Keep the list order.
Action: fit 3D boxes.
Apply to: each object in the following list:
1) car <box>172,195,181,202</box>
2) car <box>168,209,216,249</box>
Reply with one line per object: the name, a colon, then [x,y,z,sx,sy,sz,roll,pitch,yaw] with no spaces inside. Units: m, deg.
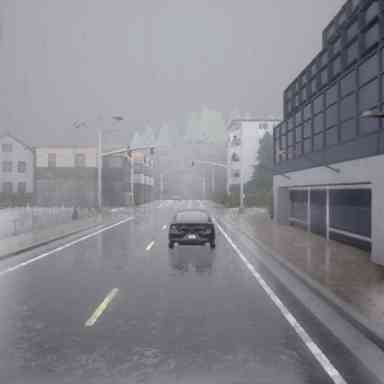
car: [-3.500,1.483,76.536,2.033,1.411,5.357,0,0,0]
car: [0.000,1.484,14.650,1.882,1.535,5.008,0,0,0]
